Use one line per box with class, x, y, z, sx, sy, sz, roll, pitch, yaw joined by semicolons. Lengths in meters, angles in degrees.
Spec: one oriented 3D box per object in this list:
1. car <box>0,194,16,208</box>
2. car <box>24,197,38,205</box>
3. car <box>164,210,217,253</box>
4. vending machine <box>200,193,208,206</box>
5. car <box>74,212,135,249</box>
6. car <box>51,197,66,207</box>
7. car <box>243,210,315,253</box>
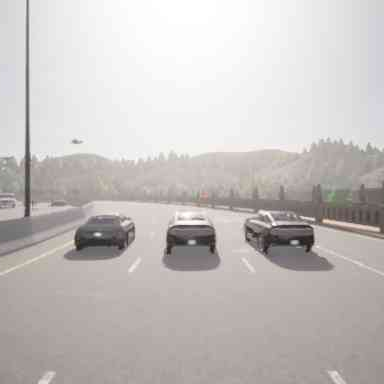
car;-26.225;1.254;47.107;2.150;2.045;5.566;0;0;-25
car;-27.843;1.565;57.438;1.812;1.442;4.674;0;0;-31
car;-0.106;1.501;13.784;2.128;1.511;4.902;0;0;-2
vending machine;1.984;1.230;55.172;1.100;2.100;0.880;0;0;-23
car;-3.657;1.574;14.546;1.994;1.385;4.181;0;0;-3
car;-21.243;1.561;52.780;1.812;1.442;4.674;0;0;-27
car;3.394;1.500;13.752;2.128;1.511;4.902;0;0;-2
